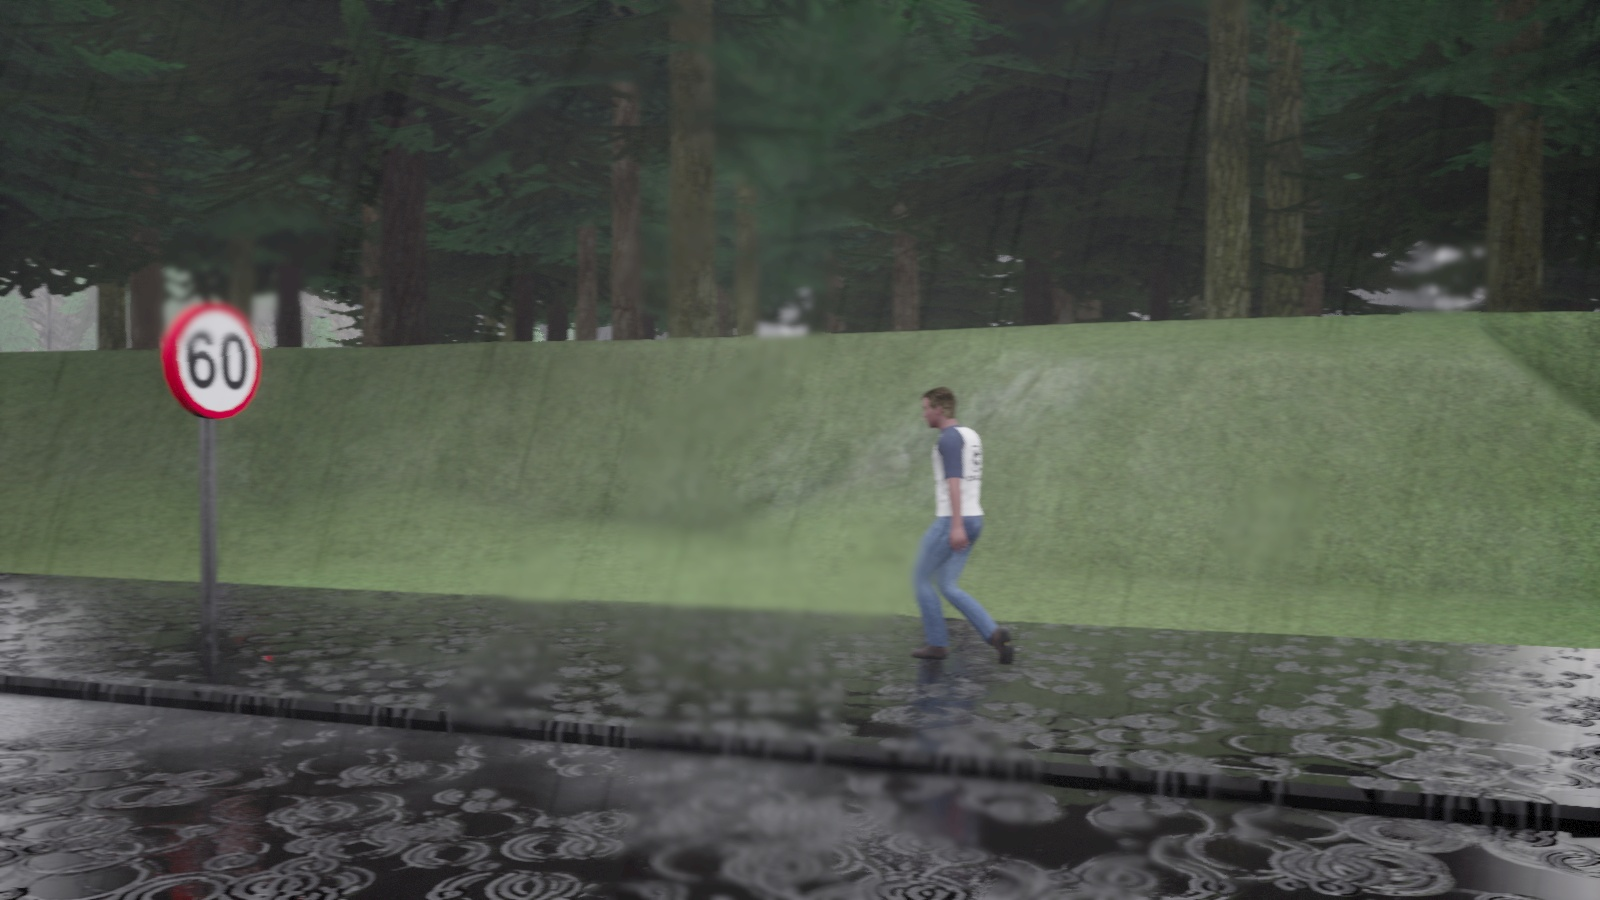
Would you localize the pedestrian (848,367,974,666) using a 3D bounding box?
[{"bbox_3d":[0.710,0.402,8.048,0.706,1.836,0.354,1,1,32],"label":"pedestrian"}]
